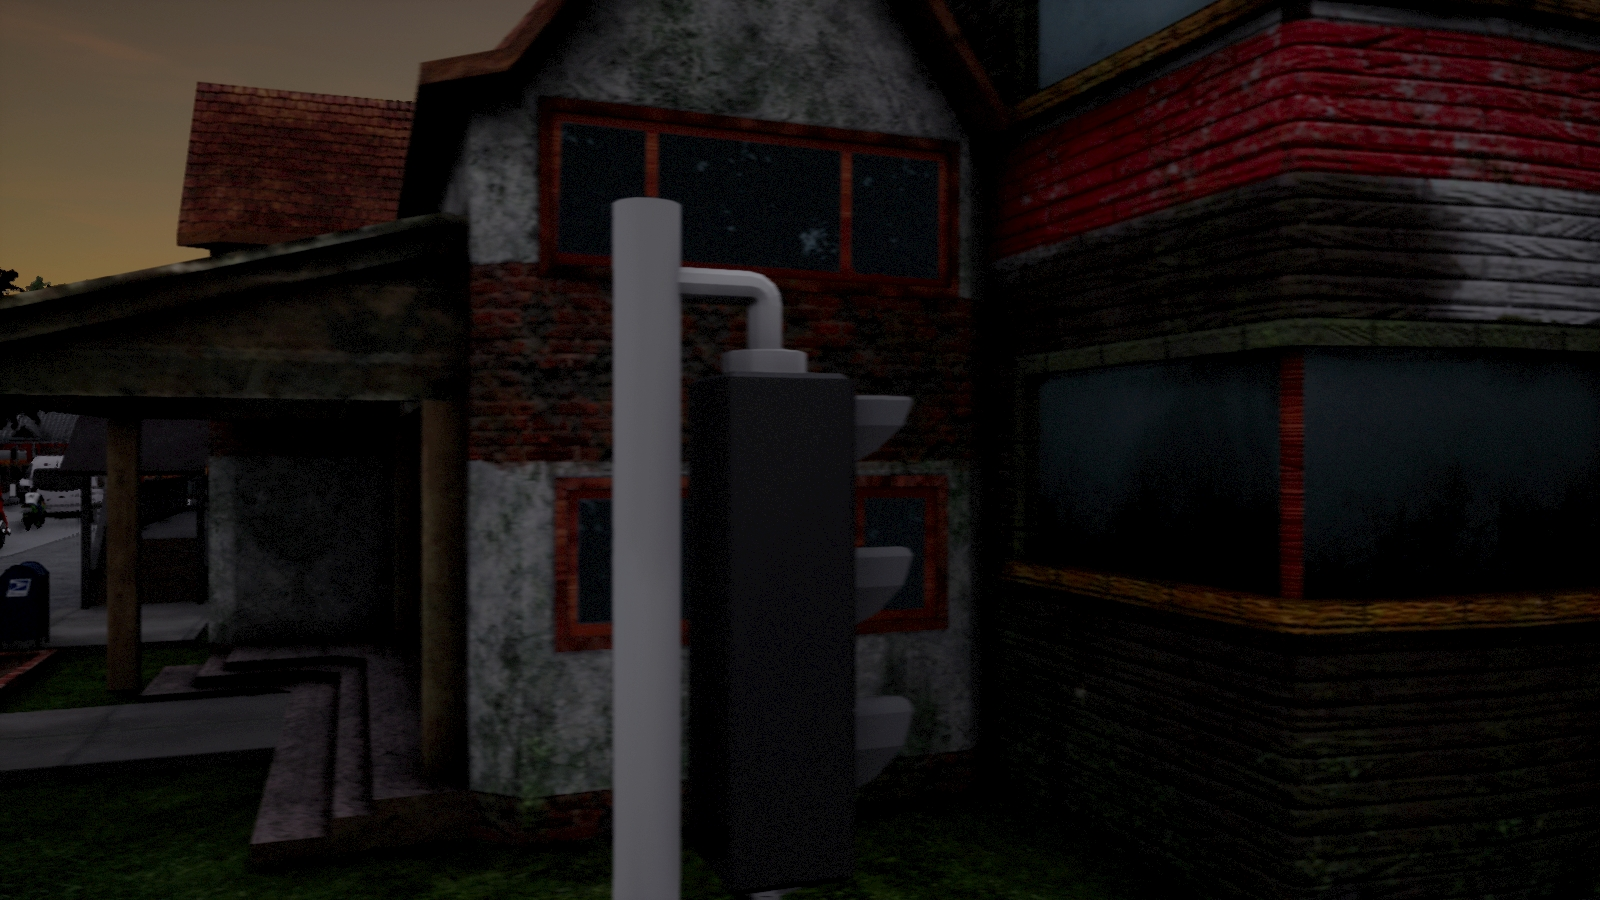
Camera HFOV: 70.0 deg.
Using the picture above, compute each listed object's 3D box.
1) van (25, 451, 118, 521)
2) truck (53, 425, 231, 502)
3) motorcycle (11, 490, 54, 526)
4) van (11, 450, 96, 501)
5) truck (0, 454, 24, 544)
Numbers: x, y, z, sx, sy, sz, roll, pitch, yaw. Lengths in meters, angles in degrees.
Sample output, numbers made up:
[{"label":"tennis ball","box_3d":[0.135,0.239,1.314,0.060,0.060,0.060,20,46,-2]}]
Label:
[{"label":"van","box_3d":[-28.733,1.317,45.240,1.988,2.561,5.915,0,0,-21]},{"label":"truck","box_3d":[-34.454,0.672,59.872,8.468,3.827,2.891,0,0,15]},{"label":"motorcycle","box_3d":[-26.504,1.994,39.468,0.803,1.145,2.033,0,0,-21]},{"label":"van","box_3d":[-39.633,1.326,60.840,1.988,2.561,5.915,0,-1,-14]},{"label":"truck","box_3d":[-23.041,1.334,30.615,2.627,2.467,5.204,0,-1,-21]}]
